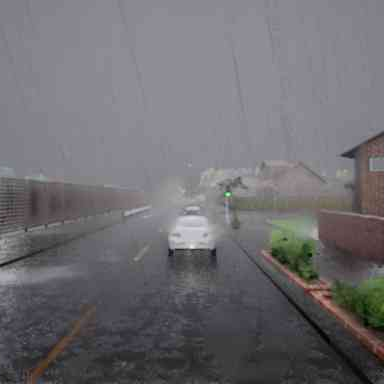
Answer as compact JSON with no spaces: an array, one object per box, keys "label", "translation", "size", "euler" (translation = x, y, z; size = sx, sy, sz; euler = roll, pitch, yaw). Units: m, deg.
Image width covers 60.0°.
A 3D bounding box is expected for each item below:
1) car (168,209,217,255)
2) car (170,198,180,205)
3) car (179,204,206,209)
[{"label":"car","translation":[0.021,1.678,13.882],"size":[1.812,1.442,4.674],"euler":[0,0,0]},{"label":"car","translation":[-4.000,2.216,79.153],"size":[2.097,1.767,4.553],"euler":[0,-1,0]},{"label":"car","translation":[0.279,1.840,28.847],"size":[1.812,1.442,4.674],"euler":[0,0,7]}]
